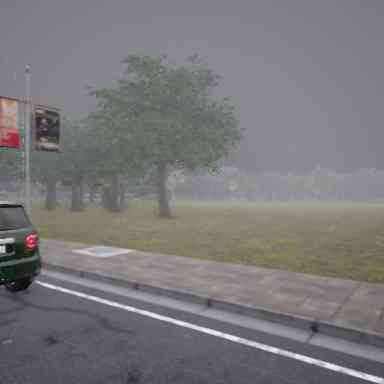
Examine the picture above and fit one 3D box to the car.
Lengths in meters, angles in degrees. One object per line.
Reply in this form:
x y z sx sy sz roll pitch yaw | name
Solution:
-5.763 1.236 7.745 5.566 2.045 2.150 -2 -1 36 | car
